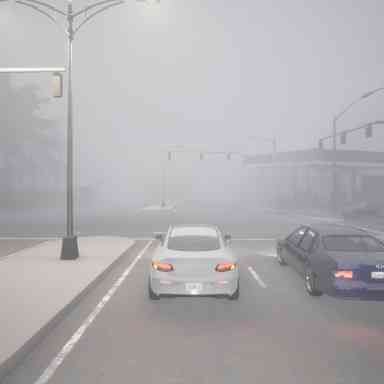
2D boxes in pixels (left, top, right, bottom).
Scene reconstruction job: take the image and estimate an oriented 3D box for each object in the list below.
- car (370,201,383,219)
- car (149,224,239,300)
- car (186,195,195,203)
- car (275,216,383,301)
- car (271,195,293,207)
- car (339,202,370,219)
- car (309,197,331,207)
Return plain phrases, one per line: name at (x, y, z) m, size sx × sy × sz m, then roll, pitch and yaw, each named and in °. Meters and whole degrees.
car at (16.246, 1.552, 24.042) m, size 5.357 × 1.411 × 2.033 m, roll 0°, pitch 0°, yaw -1°
car at (0.036, 1.516, 8.218) m, size 1.812 × 1.442 × 4.674 m, roll 0°, pitch 0°, yaw 0°
car at (-0.312, 1.437, 68.099) m, size 1.812 × 1.442 × 4.674 m, roll 0°, pitch 0°, yaw -1°
car at (3.515, 1.545, 8.524) m, size 2.033 × 1.411 × 5.357 m, roll 0°, pitch 0°, yaw 3°
car at (12.911, 1.261, 47.843) m, size 2.242 × 1.667 × 4.611 m, roll 0°, pitch 0°, yaw 0°
car at (14.761, 1.523, 27.708) m, size 4.674 × 1.442 × 1.812 m, roll 0°, pitch 0°, yaw -1°
car at (18.651, 1.433, 48.642) m, size 1.970 × 1.475 × 3.806 m, roll 0°, pitch 0°, yaw 0°
